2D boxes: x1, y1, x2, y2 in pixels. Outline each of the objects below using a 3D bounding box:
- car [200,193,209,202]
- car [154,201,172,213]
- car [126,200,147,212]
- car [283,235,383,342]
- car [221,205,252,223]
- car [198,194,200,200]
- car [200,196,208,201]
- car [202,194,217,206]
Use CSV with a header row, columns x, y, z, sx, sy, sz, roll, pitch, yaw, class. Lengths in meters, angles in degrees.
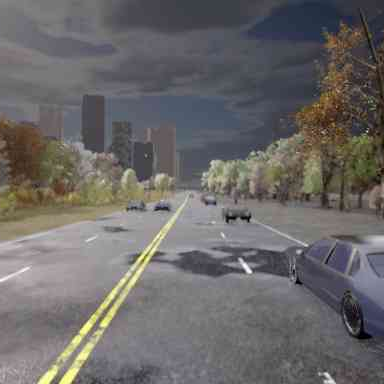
x,y,z,sx,sy,sz,roll,pitch,yaw,class
3.263,1.581,69.046,2.163,1.488,4.792,0,0,0,car
-3.330,1.662,38.544,1.895,1.301,4.718,0,0,0,car
-6.575,1.626,39.518,1.994,1.385,4.181,0,0,0,car
3.352,1.556,6.497,2.033,1.411,5.357,0,0,0,car
3.357,1.642,26.107,1.895,1.301,4.718,0,0,0,car
3.230,1.290,80.048,2.150,2.045,5.566,0,0,0,car
3.198,1.652,91.053,1.895,1.301,4.718,0,0,0,car
3.271,1.579,58.027,2.163,1.488,4.792,0,0,0,car
